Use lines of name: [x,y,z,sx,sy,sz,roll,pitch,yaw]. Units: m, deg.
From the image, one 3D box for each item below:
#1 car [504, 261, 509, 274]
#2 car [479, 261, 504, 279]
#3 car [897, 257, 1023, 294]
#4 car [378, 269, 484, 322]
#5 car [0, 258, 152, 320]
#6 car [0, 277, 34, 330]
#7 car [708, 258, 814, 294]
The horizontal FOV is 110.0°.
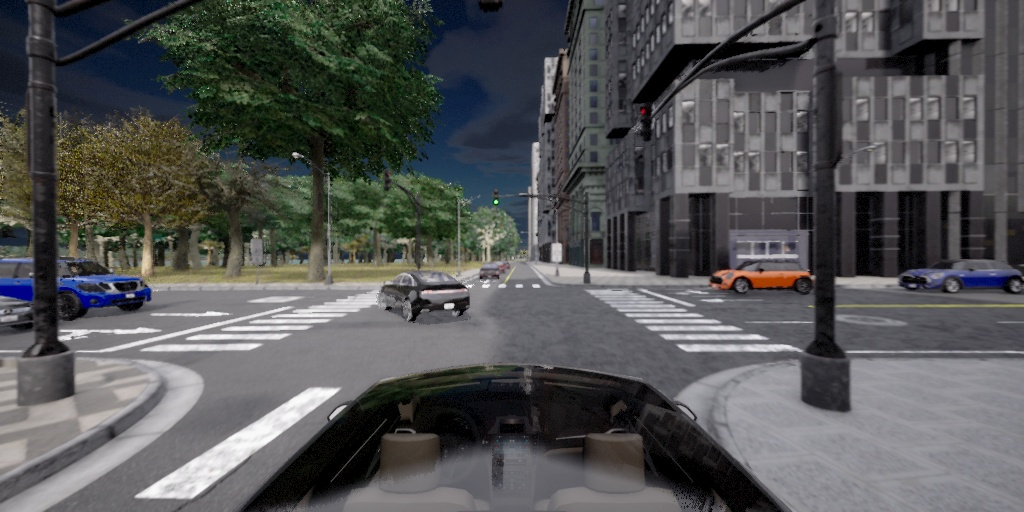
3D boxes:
car: [-1.697,1.357,43.313,1.812,1.442,4.674,0,0,2]
car: [-2.009,1.359,33.292,2.033,1.411,5.357,0,0,-2]
car: [23.098,0.958,18.617,4.553,1.767,2.097,0,0,2]
car: [-3.215,1.267,12.527,2.128,1.511,4.902,0,0,-34]
car: [-16.451,1.092,12.918,5.566,2.045,2.150,0,0,1]
car: [-15.652,1.417,9.622,4.674,1.442,1.812,0,0,3]
car: [12.945,1.004,18.895,4.553,1.767,2.097,0,0,2]
